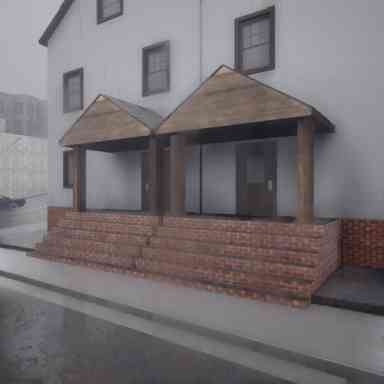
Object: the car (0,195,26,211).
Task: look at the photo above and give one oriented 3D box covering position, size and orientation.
[{"bbox_3d":[-15.468,1.012,25.408,1.895,1.301,4.718,0,6,35],"label":"car"}]
